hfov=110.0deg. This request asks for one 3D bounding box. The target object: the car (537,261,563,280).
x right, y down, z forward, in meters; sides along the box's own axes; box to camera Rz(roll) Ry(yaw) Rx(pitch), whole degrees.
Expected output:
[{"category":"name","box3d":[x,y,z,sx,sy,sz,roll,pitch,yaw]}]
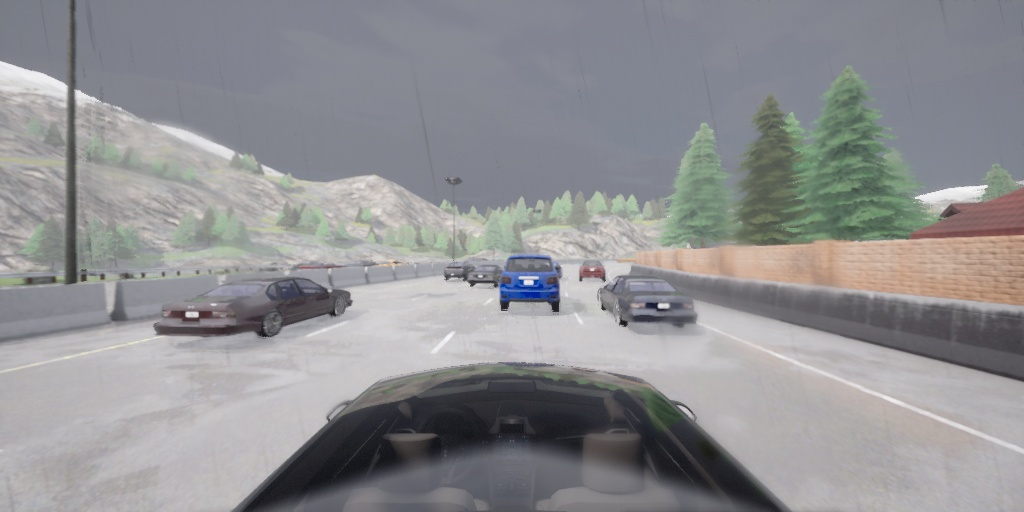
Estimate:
[{"category":"car","box3d":[3.459,1.221,31.786,1.882,1.535,5.008,0,0,12]}]

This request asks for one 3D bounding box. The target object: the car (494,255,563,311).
[{"category":"car","box3d":[0.793,0.967,14.561,2.150,2.045,5.566,0,0,5]}]

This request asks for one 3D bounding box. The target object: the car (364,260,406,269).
[{"category":"car","box3d":[-13.189,1.175,38.328,1.882,1.535,5.008,0,0,13]}]

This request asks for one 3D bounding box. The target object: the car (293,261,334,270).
[{"category":"car","box3d":[-20.400,1.280,38.246,1.895,1.301,4.718,0,0,13]}]

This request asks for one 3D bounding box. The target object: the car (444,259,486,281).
[{"category":"car","box3d":[-4.083,1.217,29.738,2.128,1.511,4.902,0,0,11]}]

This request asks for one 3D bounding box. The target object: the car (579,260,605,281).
[{"category":"car","box3d":[6.720,1.104,30.226,2.097,1.767,4.553,0,0,11]}]

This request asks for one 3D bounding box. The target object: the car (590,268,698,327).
[{"category":"car","box3d":[4.031,1.303,11.549,2.033,1.411,5.357,0,0,4]}]

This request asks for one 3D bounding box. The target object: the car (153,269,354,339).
[{"category":"car","box3d":[-6.581,1.276,10.052,2.033,1.411,5.357,0,0,3]}]

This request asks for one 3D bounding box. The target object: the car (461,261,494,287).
[{"category":"car","box3d":[-1.525,1.282,24.284,2.033,1.411,5.357,0,0,9]}]

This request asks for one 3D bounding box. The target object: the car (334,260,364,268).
[{"category":"car","box3d":[-16.542,1.181,39.294,2.128,1.511,4.902,0,0,13]}]

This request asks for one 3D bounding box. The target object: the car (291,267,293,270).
[{"category":"car","box3d":[-23.247,1.234,41.367,1.994,1.385,4.181,0,0,14]}]
